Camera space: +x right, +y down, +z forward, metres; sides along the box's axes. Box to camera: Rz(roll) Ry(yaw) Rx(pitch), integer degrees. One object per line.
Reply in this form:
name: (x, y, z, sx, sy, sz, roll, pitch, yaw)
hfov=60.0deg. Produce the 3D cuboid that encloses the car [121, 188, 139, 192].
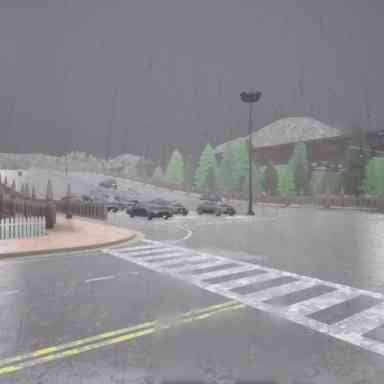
car: (-11.465, -0.063, 62.020, 1.895, 1.301, 4.718, 0, 7, -37)

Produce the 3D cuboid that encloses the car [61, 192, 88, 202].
car: (-16.050, 0.904, 44.505, 1.837, 1.490, 4.892, 0, 4, -37)

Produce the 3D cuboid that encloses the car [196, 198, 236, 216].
car: (2.266, 1.558, 31.909, 1.994, 1.385, 4.181, 0, 0, -37)

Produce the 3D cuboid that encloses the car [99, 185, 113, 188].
car: (-15.404, 0.170, 55.382, 1.837, 1.490, 4.892, 0, 6, -37)

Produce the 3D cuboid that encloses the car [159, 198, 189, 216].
car: (-2.152, 1.555, 31.937, 1.994, 1.385, 4.181, 0, 0, -37)

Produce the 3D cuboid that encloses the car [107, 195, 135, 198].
car: (-8.159, 1.412, 39.854, 1.994, 1.385, 4.181, 0, 2, -37)

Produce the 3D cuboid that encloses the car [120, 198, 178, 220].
car: (-3.781, 1.543, 28.292, 2.033, 1.411, 5.357, 0, 0, -37)

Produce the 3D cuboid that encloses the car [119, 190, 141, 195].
car: (-9.273, 1.008, 47.148, 1.882, 1.535, 5.008, 0, 4, -37)

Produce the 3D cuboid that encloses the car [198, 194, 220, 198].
car: (2.744, 1.130, 54.776, 1.837, 1.490, 4.892, 0, 4, -37)

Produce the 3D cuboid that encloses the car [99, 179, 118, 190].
car: (-17.587, -1.706, 70.043, 2.150, 2.045, 5.566, 0, 7, -37)

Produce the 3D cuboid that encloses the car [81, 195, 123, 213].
car: (-9.858, 1.451, 36.298, 2.033, 1.411, 5.357, 0, 2, -37)

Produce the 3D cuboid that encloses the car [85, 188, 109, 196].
car: (-14.190, 0.635, 47.859, 2.097, 1.767, 4.553, 0, 4, -37)
